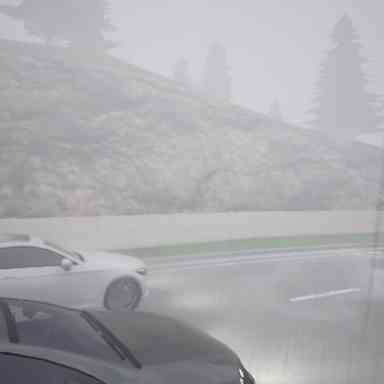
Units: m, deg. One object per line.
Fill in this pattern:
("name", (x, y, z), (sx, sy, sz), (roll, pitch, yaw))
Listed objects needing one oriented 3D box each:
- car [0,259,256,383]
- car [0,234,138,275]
("car", (-1.460, 1.541, 2.368), (4.181, 1.385, 1.994), (1, 0, -35))
("car", (-3.009, 1.483, 5.870), (4.674, 1.442, 1.812), (1, 0, -33))
